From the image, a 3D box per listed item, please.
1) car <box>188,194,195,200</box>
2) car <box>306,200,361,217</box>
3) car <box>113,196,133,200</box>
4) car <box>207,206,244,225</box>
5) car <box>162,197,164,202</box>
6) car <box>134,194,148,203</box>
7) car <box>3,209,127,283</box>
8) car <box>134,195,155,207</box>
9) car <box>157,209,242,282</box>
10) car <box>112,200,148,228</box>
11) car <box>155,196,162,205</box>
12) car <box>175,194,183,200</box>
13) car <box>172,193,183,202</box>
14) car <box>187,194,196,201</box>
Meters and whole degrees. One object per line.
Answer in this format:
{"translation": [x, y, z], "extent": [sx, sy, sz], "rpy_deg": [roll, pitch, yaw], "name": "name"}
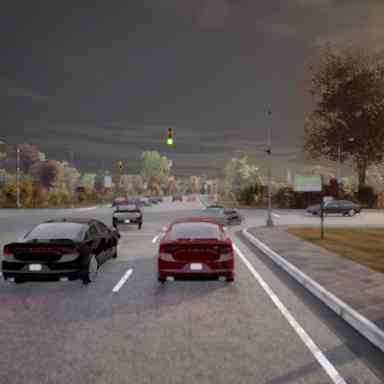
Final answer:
{"translation": [-0.011, 1.357, 90.414], "extent": [1.882, 1.535, 5.008], "rpy_deg": [0, 0, 1], "name": "car"}
{"translation": [13.361, 1.515, 31.580], "extent": [4.892, 1.490, 1.837], "rpy_deg": [0, 0, 3], "name": "car"}
{"translation": [-10.614, 1.494, 49.686], "extent": [1.882, 1.535, 5.008], "rpy_deg": [0, 0, 0], "name": "car"}
{"translation": [1.864, 1.572, 21.591], "extent": [1.994, 1.385, 4.181], "rpy_deg": [0, 0, 27], "name": "car"}
{"translation": [-7.043, 1.563, 70.318], "extent": [2.033, 1.411, 5.357], "rpy_deg": [0, 0, 0], "name": "car"}
{"translation": [-10.542, 1.378, 69.174], "extent": [2.097, 1.767, 4.553], "rpy_deg": [0, 0, 0], "name": "car"}
{"translation": [-3.405, 1.481, 9.701], "extent": [1.882, 1.535, 5.008], "rpy_deg": [0, 0, 0], "name": "car"}
{"translation": [-7.119, 1.542, 50.068], "extent": [1.812, 1.442, 4.674], "rpy_deg": [0, 0, 0], "name": "car"}
{"translation": [0.094, 1.481, 9.762], "extent": [1.882, 1.535, 5.008], "rpy_deg": [0, 0, 0], "name": "car"}
{"translation": [-4.339, 1.499, 21.941], "extent": [2.128, 1.511, 4.902], "rpy_deg": [0, 0, -12], "name": "car"}
{"translation": [-7.076, 1.567, 59.659], "extent": [2.033, 1.411, 5.357], "rpy_deg": [0, 0, 0], "name": "car"}
{"translation": [-3.511, 1.357, 90.433], "extent": [1.882, 1.535, 5.008], "rpy_deg": [0, 0, 1], "name": "car"}
{"translation": [-3.545, 1.244, 80.055], "extent": [2.150, 2.045, 5.566], "rpy_deg": [0, 0, 0], "name": "car"}
{"translation": [-0.044, 1.375, 80.413], "extent": [2.097, 1.767, 4.553], "rpy_deg": [0, 0, 0], "name": "car"}
